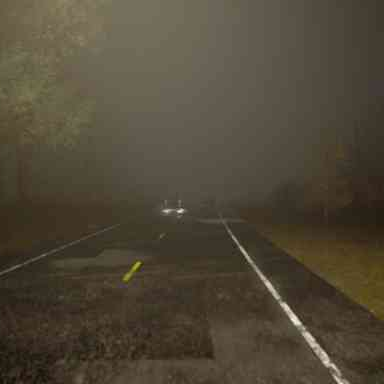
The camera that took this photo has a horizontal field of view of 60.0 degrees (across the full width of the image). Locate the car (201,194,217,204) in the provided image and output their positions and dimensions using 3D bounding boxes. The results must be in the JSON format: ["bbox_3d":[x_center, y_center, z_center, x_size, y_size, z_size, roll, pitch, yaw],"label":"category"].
[{"bbox_3d":[2.579,1.277,53.925,1.994,1.385,4.181,0,0,5],"label":"car"}]

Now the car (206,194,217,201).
[{"bbox_3d":[4.284,1.159,71.683,1.994,1.385,4.181,0,0,7],"label":"car"}]

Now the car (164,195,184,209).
[{"bbox_3d":[-2.173,1.142,41.257,2.097,1.767,4.553,0,0,4],"label":"car"}]
